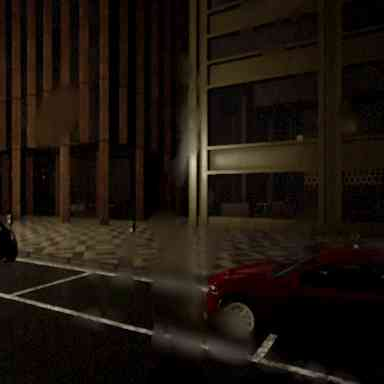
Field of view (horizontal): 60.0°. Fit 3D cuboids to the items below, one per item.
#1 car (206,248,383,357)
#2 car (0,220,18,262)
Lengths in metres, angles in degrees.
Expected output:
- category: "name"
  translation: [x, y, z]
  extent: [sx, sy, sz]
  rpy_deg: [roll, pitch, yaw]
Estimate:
- category: "car"
  translation: [2.377, 1.543, 5.053]
  extent: [4.507, 1.381, 1.887]
  rpy_deg: [0, 0, 29]
- category: "car"
  translation: [-7.530, 1.435, 10.600]
  extent: [4.097, 1.590, 1.967]
  rpy_deg: [0, 0, 29]
